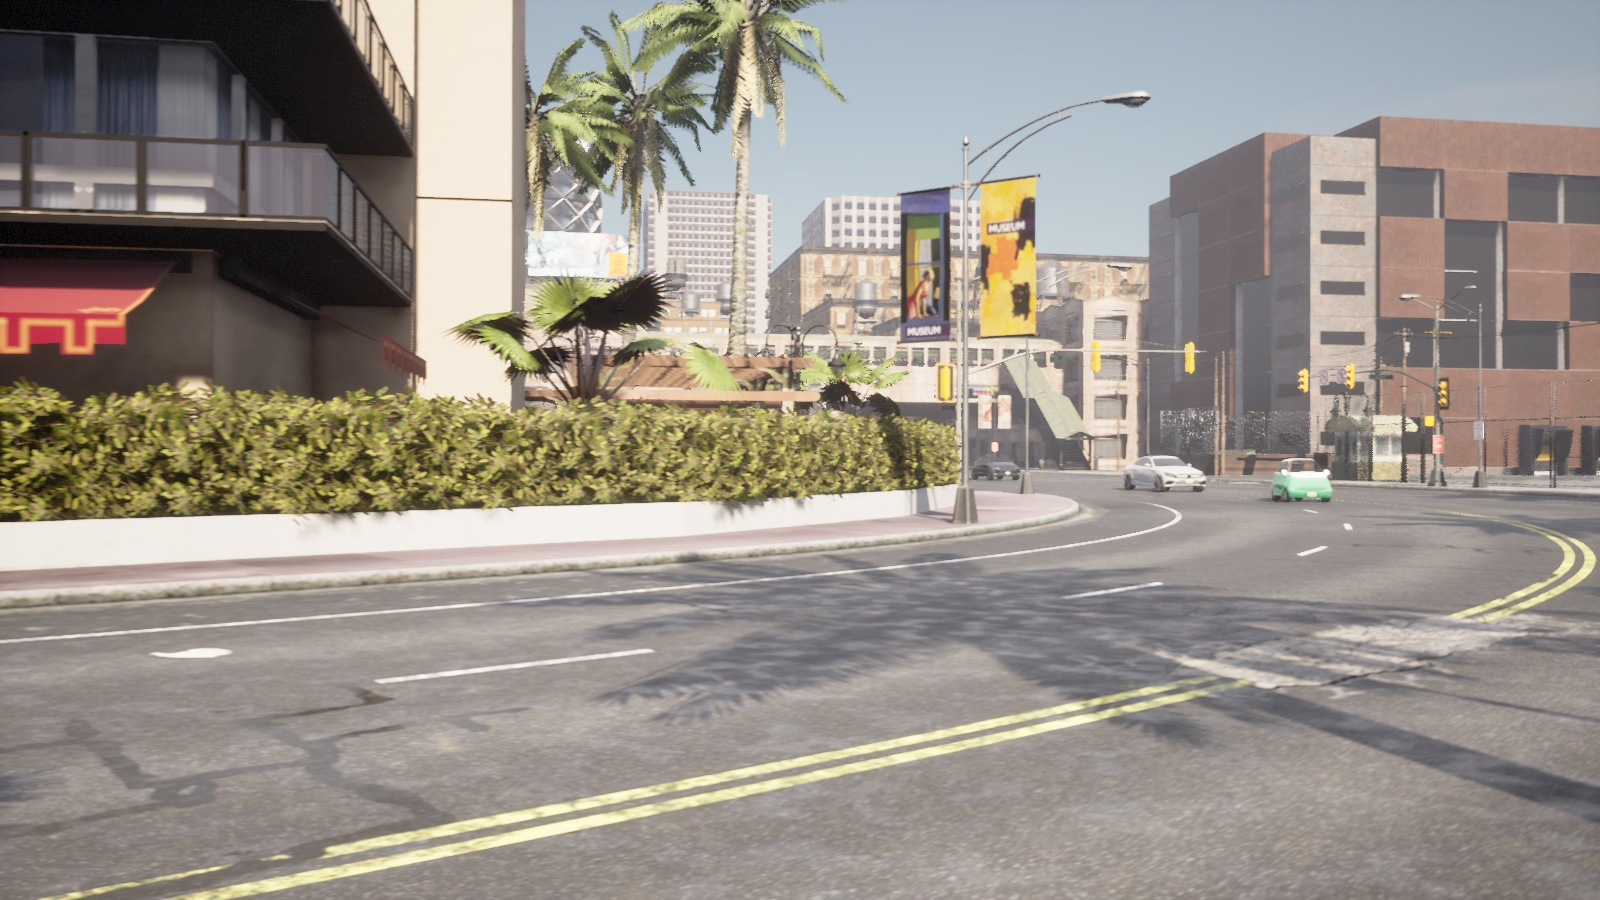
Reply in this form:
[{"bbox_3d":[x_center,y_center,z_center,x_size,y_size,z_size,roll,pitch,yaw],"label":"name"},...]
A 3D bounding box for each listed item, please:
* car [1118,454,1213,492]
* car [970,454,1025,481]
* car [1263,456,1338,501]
[{"bbox_3d":[14.688,0.889,50.736,1.812,1.442,4.674,0,0,-10],"label":"car"},{"bbox_3d":[11.187,0.950,71.409,1.816,1.474,4.193,0,0,-10],"label":"car"},{"bbox_3d":[15.757,0.882,39.610,1.481,1.376,2.207,0,0,0],"label":"car"}]
